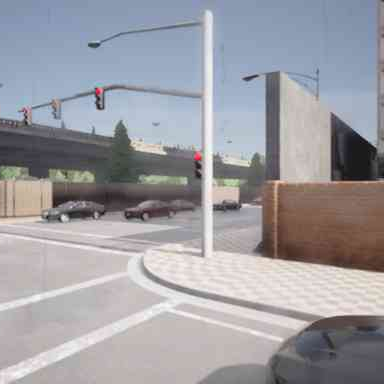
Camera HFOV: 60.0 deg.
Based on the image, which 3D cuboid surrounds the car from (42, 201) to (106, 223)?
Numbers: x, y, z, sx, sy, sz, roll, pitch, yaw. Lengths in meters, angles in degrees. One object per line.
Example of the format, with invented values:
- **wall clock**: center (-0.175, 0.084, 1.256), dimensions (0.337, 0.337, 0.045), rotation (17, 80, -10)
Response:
- **car**: center (-8.763, 1.422, 24.974), dimensions (2.128, 1.511, 4.902), rotation (0, 0, 36)

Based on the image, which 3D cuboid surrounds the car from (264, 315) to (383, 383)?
- **car**: center (2.832, 1.506, 1.946), dimensions (4.892, 1.490, 1.837), rotation (0, 0, 36)

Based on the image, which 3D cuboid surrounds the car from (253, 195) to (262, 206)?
- **car**: center (11.569, 1.282, 53.215), dimensions (2.097, 1.767, 4.553), rotation (0, 0, 36)

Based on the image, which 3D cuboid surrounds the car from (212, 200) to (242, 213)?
- **car**: center (3.582, 1.534, 36.199), dimensions (1.895, 1.301, 4.718), rotation (0, 0, 36)

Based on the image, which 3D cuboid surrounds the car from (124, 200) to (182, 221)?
- **car**: center (-3.251, 1.411, 26.660), dimensions (1.882, 1.535, 5.008), rotation (0, 0, 36)

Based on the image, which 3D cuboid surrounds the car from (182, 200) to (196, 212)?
- **car**: center (-1.435, 1.493, 35.205), dimensions (1.994, 1.385, 4.181), rotation (0, 0, 36)
